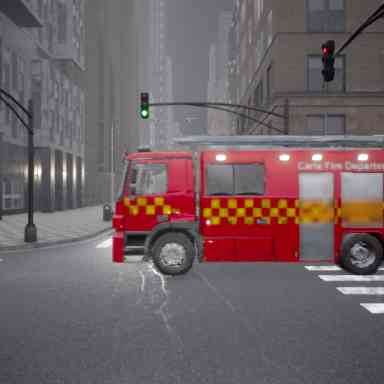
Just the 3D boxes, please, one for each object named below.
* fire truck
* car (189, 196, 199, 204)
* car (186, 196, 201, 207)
[{"bbox_3d":[2.069,0.335,10.148,8.468,3.827,2.891,0,0,0],"label":"fire truck"},{"bbox_3d":[0.288,1.492,62.693,1.812,1.442,4.674,0,0,0],"label":"car"},{"bbox_3d":[0.240,1.468,52.270,2.128,1.511,4.902,0,0,0],"label":"car"}]
